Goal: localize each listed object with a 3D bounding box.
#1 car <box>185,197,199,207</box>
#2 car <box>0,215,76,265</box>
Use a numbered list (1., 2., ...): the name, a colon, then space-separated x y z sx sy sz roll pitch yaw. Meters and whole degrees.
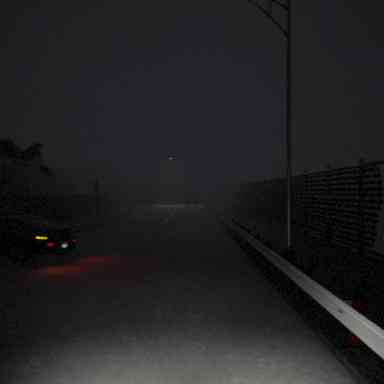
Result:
1. car: 0.024 1.516 52.114 1.837 1.490 4.892 0 0 0
2. car: -6.225 1.528 11.583 4.674 1.442 1.812 0 -1 23
